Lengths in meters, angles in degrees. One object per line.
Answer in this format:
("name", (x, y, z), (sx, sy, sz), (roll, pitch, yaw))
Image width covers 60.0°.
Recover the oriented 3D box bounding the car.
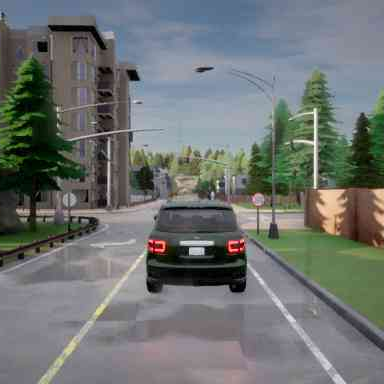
("car", (0.093, 1.221, 9.018), (2.150, 2.045, 5.566), (0, 0, 0))
